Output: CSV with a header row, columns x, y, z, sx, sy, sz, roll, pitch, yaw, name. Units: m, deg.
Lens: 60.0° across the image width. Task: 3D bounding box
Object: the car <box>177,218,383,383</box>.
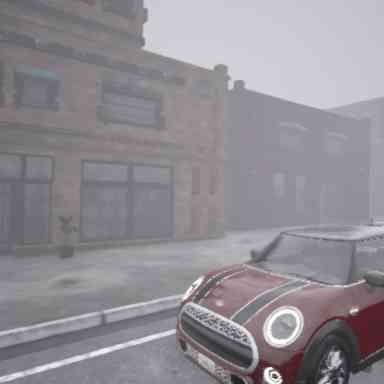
x,y,z,sx,sy,sz,roll,pitch,yaw,name
2.009,1.347,5.071,4.553,1.767,2.097,0,0,-35,car
